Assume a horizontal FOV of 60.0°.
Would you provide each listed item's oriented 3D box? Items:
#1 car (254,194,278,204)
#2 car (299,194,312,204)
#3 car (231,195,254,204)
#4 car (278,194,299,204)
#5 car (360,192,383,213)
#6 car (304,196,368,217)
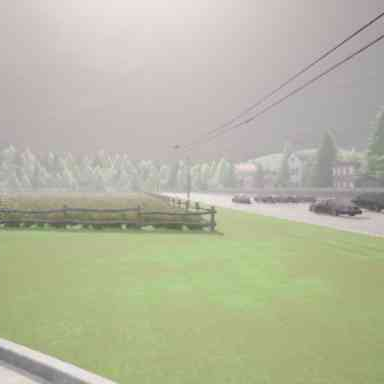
[{"bbox_3d":[11.192,1.092,52.310,1.837,1.490,4.892,0,1,-11],"label":"car"},{"bbox_3d":[18.064,1.104,53.650,1.837,1.490,4.892,0,1,-11],"label":"car"},{"bbox_3d":[7.633,1.139,52.275,1.994,1.385,4.181,0,1,-11],"label":"car"},{"bbox_3d":[14.628,1.098,52.978,1.837,1.490,4.892,0,1,-11],"label":"car"},{"bbox_3d":[18.410,0.994,33.738,2.150,2.045,5.566,0,1,-11],"label":"car"},{"bbox_3d":[12.251,1.341,28.771,2.033,1.411,5.357,0,1,-11],"label":"car"}]
